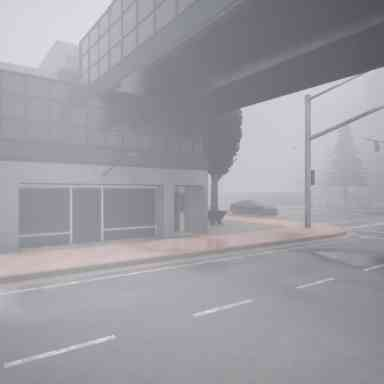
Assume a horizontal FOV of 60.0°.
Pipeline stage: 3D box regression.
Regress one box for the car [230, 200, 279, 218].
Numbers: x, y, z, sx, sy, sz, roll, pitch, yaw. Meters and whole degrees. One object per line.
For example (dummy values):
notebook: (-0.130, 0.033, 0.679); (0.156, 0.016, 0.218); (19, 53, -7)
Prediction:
car: (5.689, 1.477, 30.722); (1.882, 1.535, 5.008); (0, 0, -36)
